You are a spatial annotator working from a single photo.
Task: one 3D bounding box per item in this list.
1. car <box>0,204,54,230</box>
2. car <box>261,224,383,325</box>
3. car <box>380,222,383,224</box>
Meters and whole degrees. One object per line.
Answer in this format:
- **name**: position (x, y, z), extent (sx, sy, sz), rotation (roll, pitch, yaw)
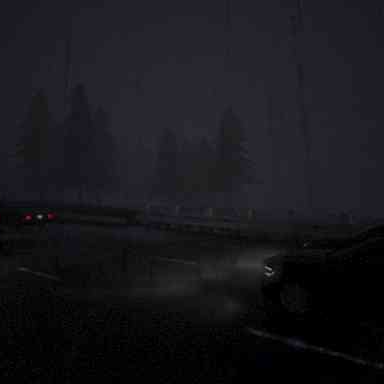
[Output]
- **car**: position (-10.600, 1.435, 20.168), extent (5.357, 1.411, 2.033), rotation (0, 0, 36)
- **car**: position (3.660, 1.476, 5.681), extent (5.008, 1.535, 1.882), rotation (1, 0, 36)
- **car**: position (5.281, 1.521, 8.823), extent (4.674, 1.442, 1.812), rotation (0, 0, 36)
